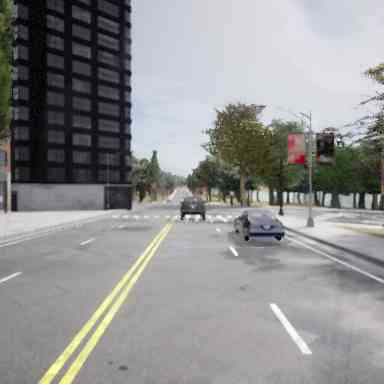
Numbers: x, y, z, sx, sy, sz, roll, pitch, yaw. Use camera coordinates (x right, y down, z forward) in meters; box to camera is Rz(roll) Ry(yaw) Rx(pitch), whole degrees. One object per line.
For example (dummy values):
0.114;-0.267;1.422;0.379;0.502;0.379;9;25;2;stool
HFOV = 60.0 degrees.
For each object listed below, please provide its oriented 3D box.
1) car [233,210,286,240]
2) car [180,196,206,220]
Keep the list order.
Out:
3.354;1.629;17.373;2.033;1.411;5.357;0;0;0;car
0.096;1.401;30.140;2.150;2.045;5.566;0;-1;0;car
